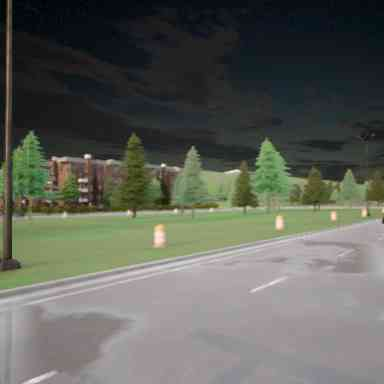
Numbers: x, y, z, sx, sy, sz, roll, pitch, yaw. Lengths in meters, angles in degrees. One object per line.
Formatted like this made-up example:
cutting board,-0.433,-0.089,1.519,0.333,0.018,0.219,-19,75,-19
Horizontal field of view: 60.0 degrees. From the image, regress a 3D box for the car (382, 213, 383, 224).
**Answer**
car,21.185,2.327,34.304,2.097,1.767,4.553,-2,-3,41
